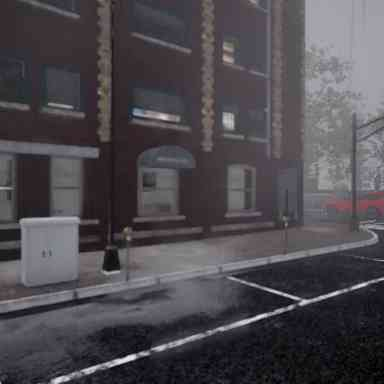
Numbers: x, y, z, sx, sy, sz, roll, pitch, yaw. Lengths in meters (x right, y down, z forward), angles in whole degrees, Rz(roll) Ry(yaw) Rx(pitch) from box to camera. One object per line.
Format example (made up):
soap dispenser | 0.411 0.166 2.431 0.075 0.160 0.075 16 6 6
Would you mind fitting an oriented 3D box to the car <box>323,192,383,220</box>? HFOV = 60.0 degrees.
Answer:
car | 13.389 1.005 26.523 2.150 2.045 5.566 1 1 -36
